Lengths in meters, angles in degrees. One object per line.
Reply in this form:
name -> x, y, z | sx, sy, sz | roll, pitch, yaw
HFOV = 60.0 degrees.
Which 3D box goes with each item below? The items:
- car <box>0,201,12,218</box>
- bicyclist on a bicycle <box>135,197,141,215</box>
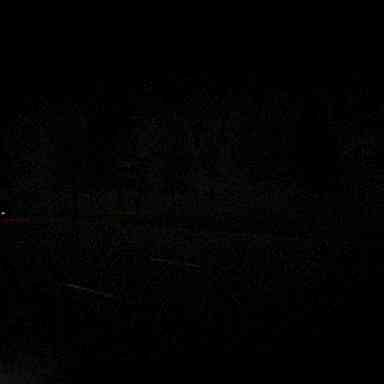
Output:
car -> -17.498, 1.504, 28.800 | 4.892, 1.490, 1.837 | 0, 0, 35
bicyclist on a bicycle -> -5.060, 1.310, 31.064 | 0.582, 1.620, 1.656 | 0, -2, -23
